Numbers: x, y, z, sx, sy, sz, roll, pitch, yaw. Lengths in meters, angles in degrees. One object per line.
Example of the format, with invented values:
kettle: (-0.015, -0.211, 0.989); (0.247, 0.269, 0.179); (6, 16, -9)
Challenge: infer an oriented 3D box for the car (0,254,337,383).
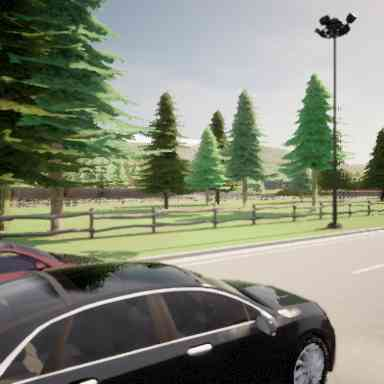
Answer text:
car: (-0.476, 1.503, 3.406); (4.892, 1.490, 1.837); (0, 0, -36)

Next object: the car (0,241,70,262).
car: (-3.235, 1.563, 5.739); (4.181, 1.385, 1.994); (0, 0, -36)
